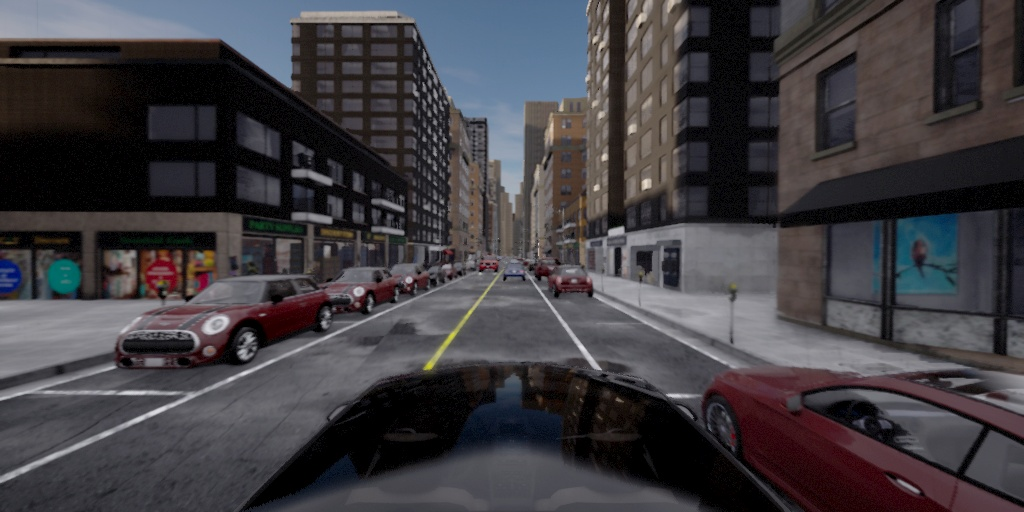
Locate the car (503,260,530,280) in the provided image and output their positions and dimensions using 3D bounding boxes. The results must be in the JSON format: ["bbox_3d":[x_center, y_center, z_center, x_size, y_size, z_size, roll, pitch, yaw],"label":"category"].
[{"bbox_3d":[0.205,1.274,30.555,2.033,1.411,5.357,0,0,1],"label":"car"}]

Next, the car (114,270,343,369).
[{"bbox_3d":[-5.653,1.157,7.672,1.967,1.591,4.097,0,0,0],"label":"car"}]

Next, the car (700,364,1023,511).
[{"bbox_3d":[2.845,1.345,2.124,1.802,1.307,4.207,0,0,0],"label":"car"}]

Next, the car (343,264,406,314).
[{"bbox_3d":[-5.625,1.152,13.203,1.967,1.591,4.097,0,0,0],"label":"car"}]

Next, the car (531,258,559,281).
[{"bbox_3d":[2.983,1.055,29.769,2.192,1.841,5.009,0,0,0],"label":"car"}]

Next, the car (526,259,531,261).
[{"bbox_3d":[3.067,1.296,46.357,1.948,1.339,4.313,0,0,0],"label":"car"}]

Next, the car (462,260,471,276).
[{"bbox_3d":[-5.514,1.262,35.324,1.948,1.339,4.313,0,0,0],"label":"car"}]

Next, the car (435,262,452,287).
[{"bbox_3d":[-5.570,1.269,24.263,1.948,1.339,4.313,0,0,0],"label":"car"}]

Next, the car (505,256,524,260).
[{"bbox_3d":[0.310,1.192,48.789,1.882,1.535,5.008,0,0,0],"label":"car"}]

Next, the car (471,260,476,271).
[{"bbox_3d":[-5.459,1.239,46.386,2.007,1.370,4.403,0,0,0],"label":"car"}]

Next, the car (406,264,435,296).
[{"bbox_3d":[-5.598,1.147,18.733,1.967,1.591,4.097,0,0,0],"label":"car"}]

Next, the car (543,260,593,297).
[{"bbox_3d":[2.928,1.188,18.711,1.967,1.591,4.097,0,0,0],"label":"car"}]

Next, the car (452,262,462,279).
[{"bbox_3d":[-5.542,1.281,29.794,1.802,1.307,4.207,0,0,0],"label":"car"}]

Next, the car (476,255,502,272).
[{"bbox_3d":[-2.795,0.914,44.462,2.150,2.045,5.566,0,0,0],"label":"car"}]
